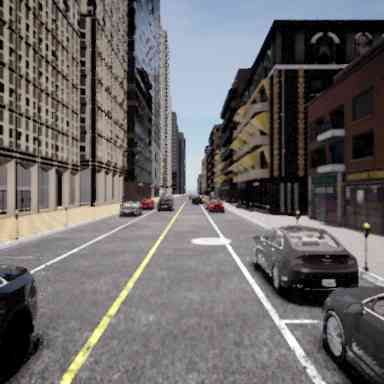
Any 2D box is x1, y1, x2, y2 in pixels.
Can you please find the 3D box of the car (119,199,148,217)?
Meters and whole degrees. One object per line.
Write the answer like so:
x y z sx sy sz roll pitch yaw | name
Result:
-5.682 1.542 31.330 2.008 1.369 4.403 0 0 0 | car

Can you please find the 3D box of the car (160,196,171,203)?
-5.674 1.564 70.870 1.947 1.339 4.313 0 0 0 | car

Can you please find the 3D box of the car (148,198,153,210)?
-5.680 1.536 42.628 1.887 1.381 4.507 0 0 0 | car

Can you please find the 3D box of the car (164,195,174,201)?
-5.671 1.555 82.167 2.008 1.369 4.403 0 0 0 | car

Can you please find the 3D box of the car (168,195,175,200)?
-5.669 1.538 93.294 1.752 1.417 4.829 0 0 0 | car

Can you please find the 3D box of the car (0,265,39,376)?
-3.088 1.491 2.764 2.128 1.511 4.902 0 0 0 | car

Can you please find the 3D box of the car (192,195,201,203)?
0.827 1.503 70.283 1.837 1.490 4.892 0 0 0 | car

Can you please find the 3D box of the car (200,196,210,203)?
2.707 1.563 70.869 1.947 1.339 4.313 0 0 0 | car

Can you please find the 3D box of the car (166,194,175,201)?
-5.671 1.448 87.817 1.967 1.590 4.097 0 0 0 | car

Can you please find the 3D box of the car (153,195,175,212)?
-3.079 1.495 39.344 1.837 1.490 4.892 0 0 0 | car

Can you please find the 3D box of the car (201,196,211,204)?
2.706 1.520 65.390 1.752 1.417 4.829 0 0 0 | car

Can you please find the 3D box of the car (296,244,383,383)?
2.692 1.549 3.086 2.008 1.369 4.403 0 0 0 | car

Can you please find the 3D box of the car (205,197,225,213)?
2.700 1.572 36.977 1.802 1.307 4.206 0 0 0 | car

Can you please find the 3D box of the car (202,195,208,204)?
2.701 1.431 42.626 1.967 1.590 4.097 0 0 0 | car

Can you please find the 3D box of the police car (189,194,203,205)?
0.914 1.419 60.393 1.930 1.638 5.238 0 0 0 | police car

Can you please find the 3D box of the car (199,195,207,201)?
2.709 1.554 82.166 2.008 1.369 4.403 0 0 0 | car

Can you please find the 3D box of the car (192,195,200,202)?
0.916 1.505 76.284 1.837 1.490 4.892 0 0 0 | car

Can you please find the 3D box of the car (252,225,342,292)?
2.694 1.547 8.734 2.008 1.369 4.403 0 0 0 | car
